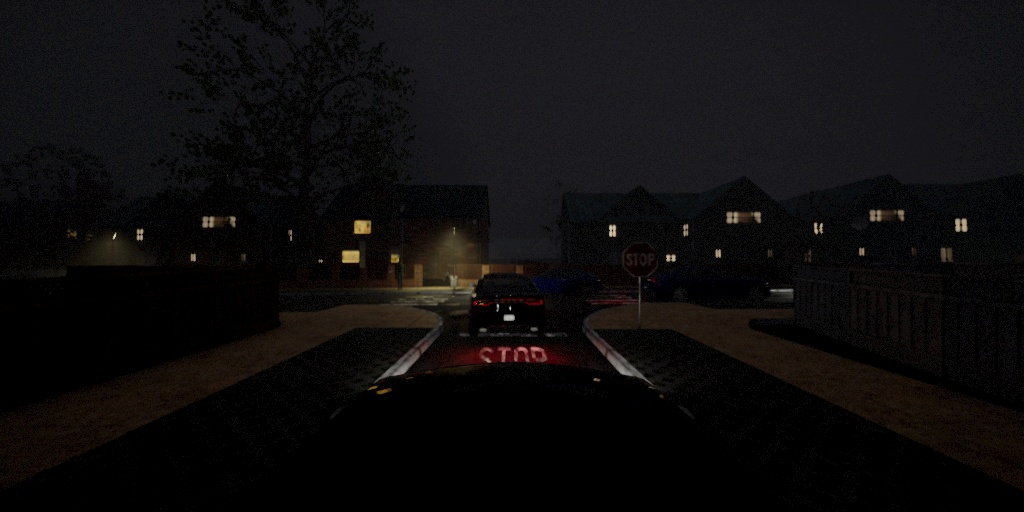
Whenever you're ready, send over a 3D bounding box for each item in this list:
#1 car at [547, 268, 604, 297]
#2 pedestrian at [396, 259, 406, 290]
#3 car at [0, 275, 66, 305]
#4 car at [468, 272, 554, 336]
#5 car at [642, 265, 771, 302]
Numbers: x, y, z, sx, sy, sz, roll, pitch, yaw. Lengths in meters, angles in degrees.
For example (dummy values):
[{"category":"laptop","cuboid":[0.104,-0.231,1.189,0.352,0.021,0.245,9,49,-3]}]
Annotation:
[{"category":"car","cuboid":[2.286,1.333,18.320,4.674,1.442,1.812,-1,-1,1]},{"category":"pedestrian","cuboid":[-6.680,1.103,21.373,0.375,1.860,0.375,0,-1,1]},{"category":"car","cuboid":[-21.806,1.525,15.726,5.357,1.411,2.033,-1,-1,1]},{"category":"car","cuboid":[-0.247,1.222,10.477,1.882,1.535,5.008,0,0,-4]},{"category":"car","cuboid":[8.175,1.156,15.286,5.008,1.535,1.882,0,-1,1]}]
